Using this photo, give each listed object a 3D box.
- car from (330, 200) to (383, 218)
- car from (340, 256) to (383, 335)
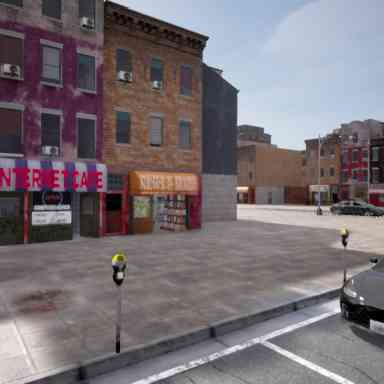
[{"bbox_3d":[15.078,1.542,30.183,1.837,1.490,4.892,1,0,-35],"label":"car"},{"bbox_3d":[4.467,1.567,5.979,4.313,1.339,1.947,0,0,-35],"label":"car"}]
